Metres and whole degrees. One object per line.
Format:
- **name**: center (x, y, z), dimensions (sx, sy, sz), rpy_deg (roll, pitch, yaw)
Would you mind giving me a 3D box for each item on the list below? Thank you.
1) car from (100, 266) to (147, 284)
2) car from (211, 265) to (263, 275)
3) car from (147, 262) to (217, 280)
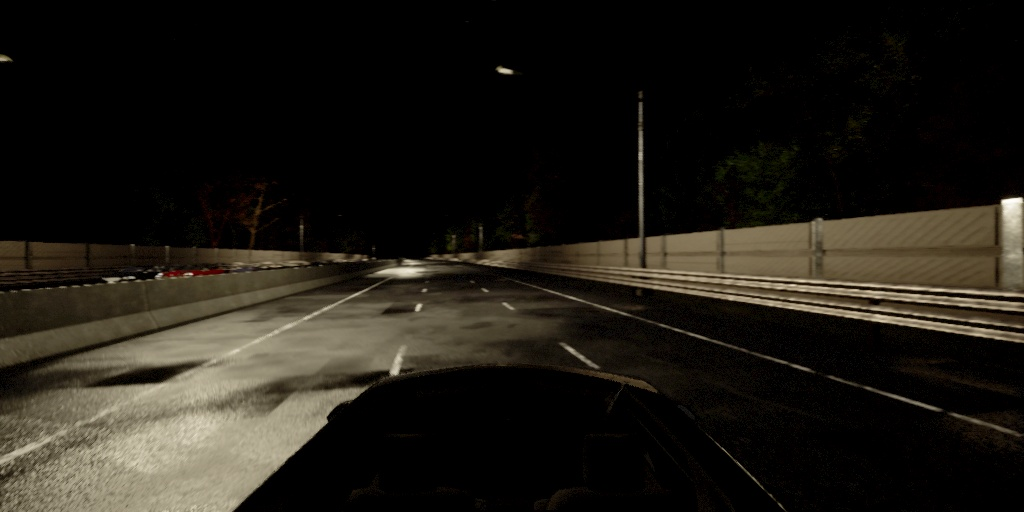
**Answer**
- **car**: center (-25.737, 1.419, 24.972), dimensions (2.128, 1.511, 4.902), rpy_deg (0, 0, -12)
- **car**: center (-18.653, 1.448, 25.308), dimensions (1.994, 1.385, 4.181), rpy_deg (0, 0, -12)
- **car**: center (-22.144, 1.256, 24.890), dimensions (2.097, 1.767, 4.553), rpy_deg (0, 0, -12)
